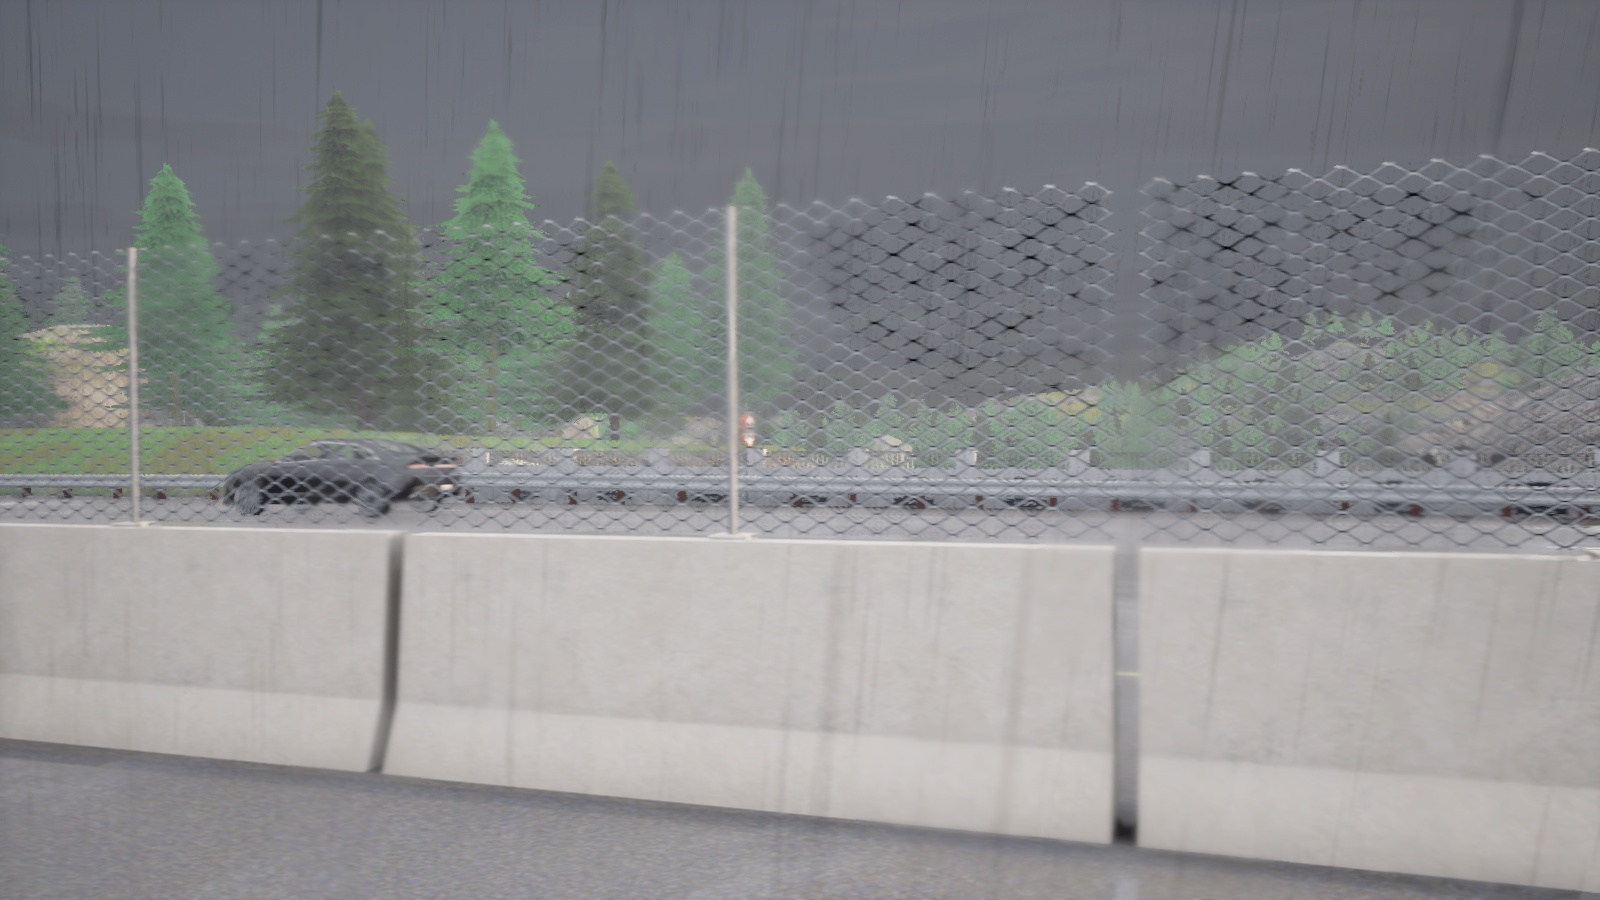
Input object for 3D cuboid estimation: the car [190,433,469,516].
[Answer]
[{"bbox_3d":[-9.244,0.421,24.766,4.902,1.511,2.128,0,1,19],"label":"car"}]
